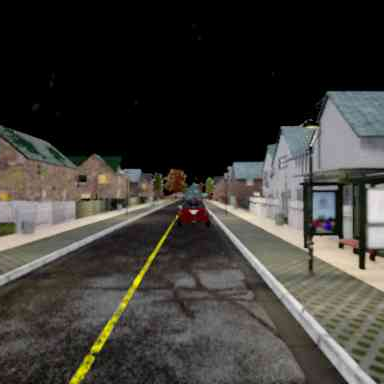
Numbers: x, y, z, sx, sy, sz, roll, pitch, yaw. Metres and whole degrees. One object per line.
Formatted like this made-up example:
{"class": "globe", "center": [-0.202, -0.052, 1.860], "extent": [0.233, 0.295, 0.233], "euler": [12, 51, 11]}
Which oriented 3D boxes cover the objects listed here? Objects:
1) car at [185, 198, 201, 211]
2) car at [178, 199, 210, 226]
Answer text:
{"class": "car", "center": [0.122, 1.563, 42.248], "extent": [1.812, 1.442, 4.674], "euler": [0, 0, 0]}
{"class": "car", "center": [0.113, 1.341, 23.304], "extent": [2.097, 1.767, 4.553], "euler": [0, 0, 0]}
